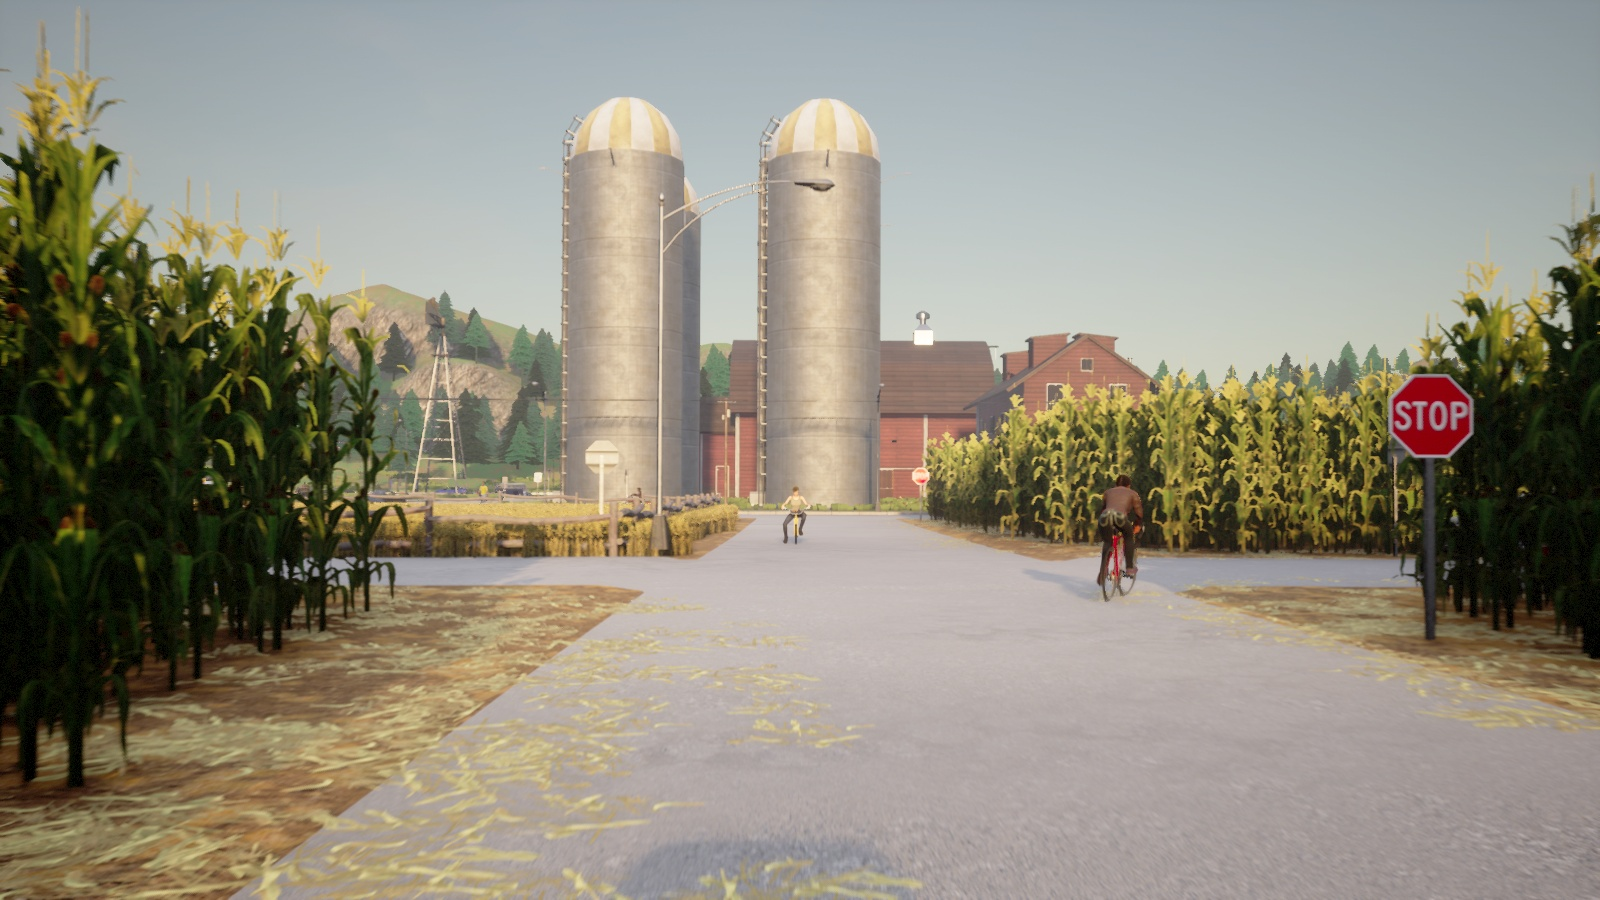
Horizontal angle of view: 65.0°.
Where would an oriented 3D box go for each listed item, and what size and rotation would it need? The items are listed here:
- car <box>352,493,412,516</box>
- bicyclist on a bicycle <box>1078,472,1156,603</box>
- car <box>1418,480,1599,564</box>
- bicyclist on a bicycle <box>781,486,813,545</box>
[{"bbox_3d":[-26.059,3.384,78.457,1.994,1.385,4.181,0,-2,7],"label":"car"},{"bbox_3d":[4.175,1.114,16.460,0.582,1.620,1.656,1,-1,28],"label":"bicyclist on a bicycle"},{"bbox_3d":[13.963,1.300,23.158,4.193,1.474,1.816,0,-2,0],"label":"car"},{"bbox_3d":[-0.098,1.823,35.274,0.866,1.612,1.509,0,-2,-1],"label":"bicyclist on a bicycle"}]
